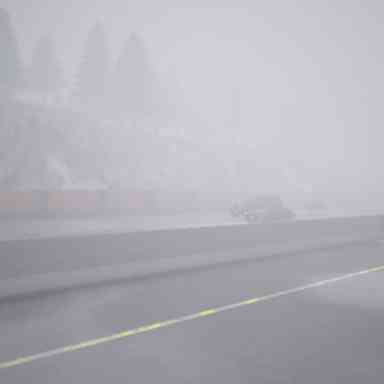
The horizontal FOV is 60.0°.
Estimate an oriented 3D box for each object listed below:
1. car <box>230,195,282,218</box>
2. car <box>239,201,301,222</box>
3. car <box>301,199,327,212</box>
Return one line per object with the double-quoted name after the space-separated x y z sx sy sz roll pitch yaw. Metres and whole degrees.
5.903 1.304 29.692 5.566 2.045 2.150 1 0 -36 "car"
6.021 1.639 25.474 4.181 1.385 1.994 0 0 -36 "car"
14.507 1.641 40.418 4.902 1.511 2.128 1 0 -37 "car"
